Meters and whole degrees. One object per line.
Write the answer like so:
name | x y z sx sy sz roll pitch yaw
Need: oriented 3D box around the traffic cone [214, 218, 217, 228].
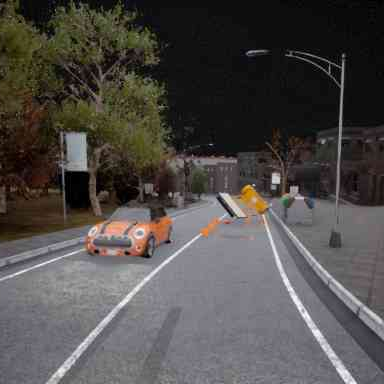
traffic cone | 1.363 1.895 20.443 0.340 0.580 0.340 1 0 11

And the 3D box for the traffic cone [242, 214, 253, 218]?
traffic cone | 3.689 1.927 21.997 0.340 0.580 0.340 2 2 7

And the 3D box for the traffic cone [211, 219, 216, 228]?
traffic cone | 0.988 1.900 18.479 0.340 0.580 0.340 1 0 11

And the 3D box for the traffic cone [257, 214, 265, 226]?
traffic cone | 4.678 1.946 21.973 0.340 0.580 0.340 1 0 20

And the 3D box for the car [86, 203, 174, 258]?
car | -2.119 1.276 12.498 2.097 1.767 4.553 1 0 9

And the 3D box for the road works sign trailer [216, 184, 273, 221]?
road works sign trailer | 3.306 1.093 23.633 3.560 2.880 2.380 4 42 -51
